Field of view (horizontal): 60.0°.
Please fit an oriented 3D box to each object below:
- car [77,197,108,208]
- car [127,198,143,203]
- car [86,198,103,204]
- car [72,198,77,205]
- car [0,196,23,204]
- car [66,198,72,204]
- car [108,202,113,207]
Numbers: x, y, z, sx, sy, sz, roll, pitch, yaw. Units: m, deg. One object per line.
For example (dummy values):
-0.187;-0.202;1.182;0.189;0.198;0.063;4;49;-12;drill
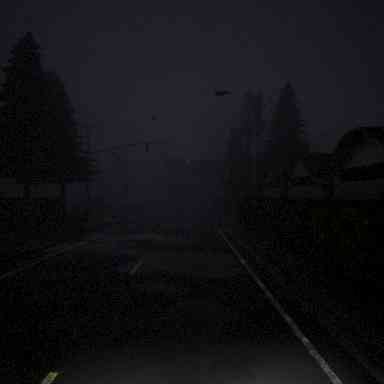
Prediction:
-16.775;1.714;56.347;3.866;1.878;1.905;0;-1;-1;car
-16.438;2.392;93.926;5.027;1.636;2.152;0;-1;-1;car
-24.042;2.247;82.036;3.633;1.501;1.845;0;-1;-1;car
-24.025;2.112;72.044;4.514;1.523;2.007;0;-1;-1;car
-42.570;1.983;78.318;4.605;1.855;1.932;0;-1;-1;car
-24.663;1.771;59.586;4.605;1.855;1.932;0;-1;-1;car
-16.184;2.036;59.672;3.806;1.475;1.970;0;-1;-1;car
